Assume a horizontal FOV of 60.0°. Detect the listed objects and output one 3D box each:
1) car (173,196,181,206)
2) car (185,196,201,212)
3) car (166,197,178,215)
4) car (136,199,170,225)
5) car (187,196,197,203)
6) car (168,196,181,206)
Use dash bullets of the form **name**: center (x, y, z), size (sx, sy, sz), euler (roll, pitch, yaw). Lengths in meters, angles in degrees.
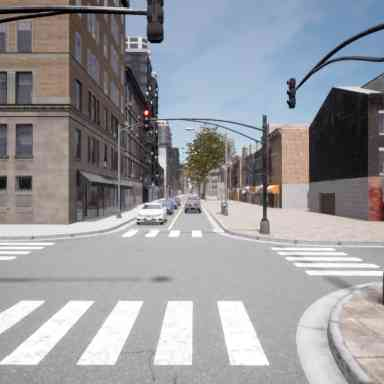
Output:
- **car**: center (-2.833, 1.507, 43.676), size (1.812, 1.442, 4.674), euler (0, 0, 0)
- **car**: center (0.088, 1.530, 38.465), size (2.033, 1.411, 5.357), euler (0, 0, 0)
- **car**: center (-2.860, 1.531, 33.962), size (2.033, 1.411, 5.357), euler (0, 0, 0)
- **car**: center (-2.857, 1.515, 24.352), size (1.812, 1.442, 4.674), euler (0, 0, 0)
- **car**: center (0.082, 1.545, 69.287), size (1.994, 1.385, 4.181), euler (0, 0, 0)
- **car**: center (-2.821, 1.485, 53.767), size (1.837, 1.490, 4.892), euler (0, 0, 0)
